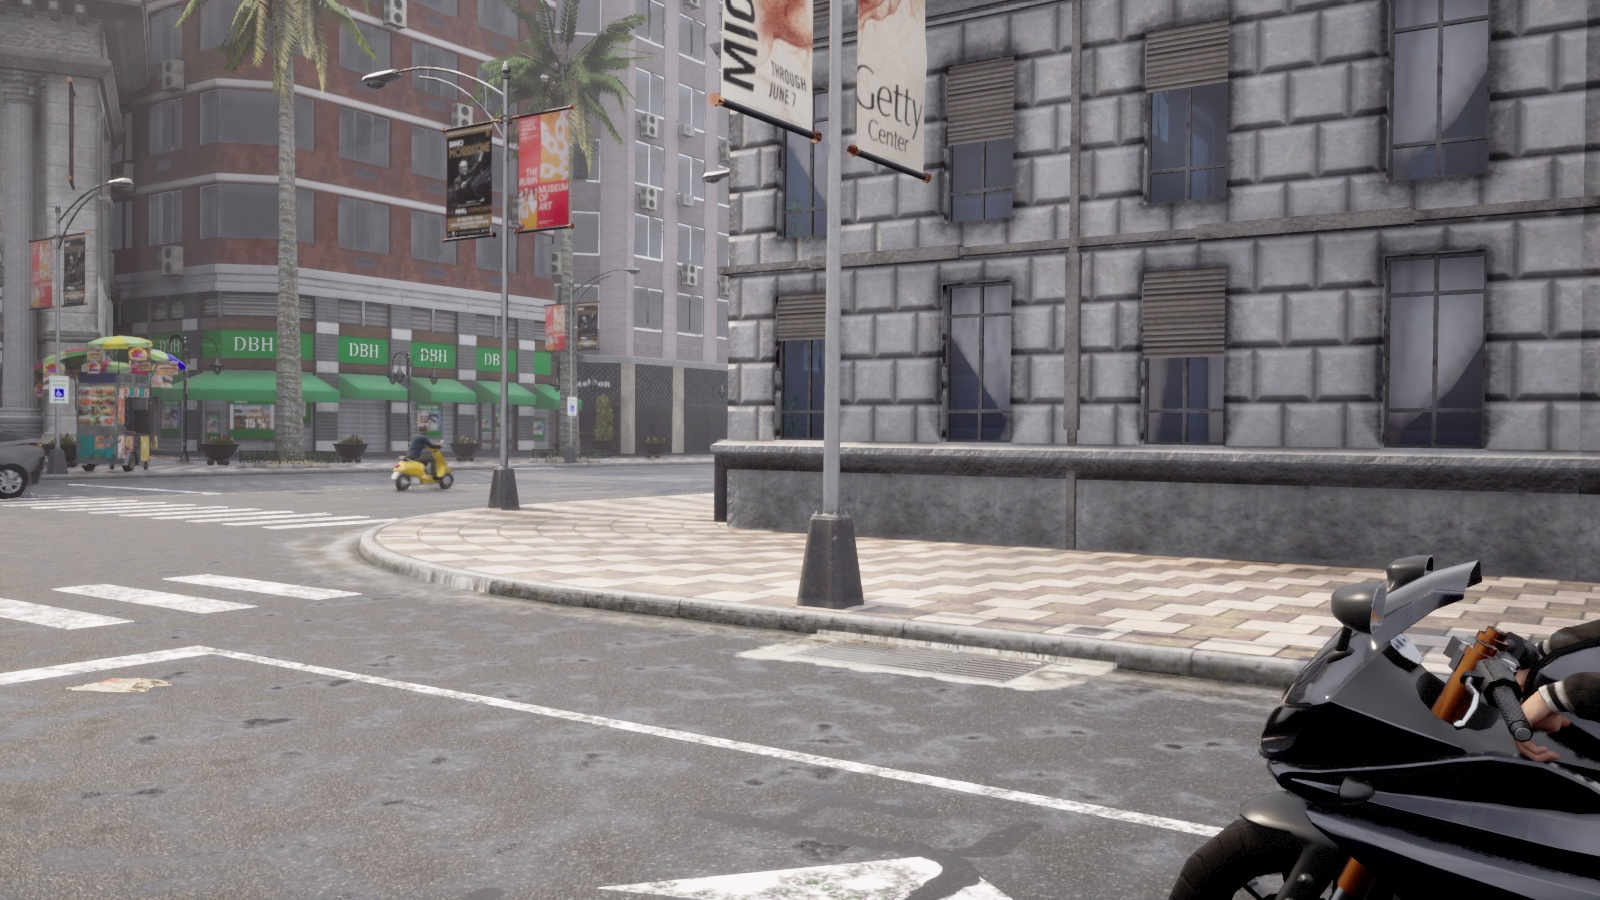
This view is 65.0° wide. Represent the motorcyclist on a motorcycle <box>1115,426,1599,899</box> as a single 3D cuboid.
[{"bbox_3d":[1.824,0.717,2.412,2.191,1.530,0.866,0,1,34],"label":"motorcyclist on a motorcycle"}]

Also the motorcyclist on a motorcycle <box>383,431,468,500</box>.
[{"bbox_3d":[-9.050,0.352,30.410,0.866,1.590,1.817,0,1,33],"label":"motorcyclist on a motorcycle"}]

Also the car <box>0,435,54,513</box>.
[{"bbox_3d":[-17.378,0.502,24.396,2.007,1.525,4.514,0,1,34],"label":"car"}]
